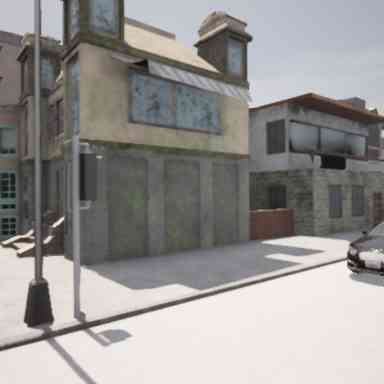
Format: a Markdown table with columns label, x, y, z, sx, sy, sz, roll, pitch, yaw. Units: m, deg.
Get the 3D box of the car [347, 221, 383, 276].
| label | x | y | z | sx | sy | sz | roll | pitch | yaw |
| --- | --- | --- | --- | --- | --- | --- | --- | --- | --- |
| car | 6.372 | 1.528 | 9.724 | 4.902 | 1.511 | 2.128 | 0 | -1 | -38 |
